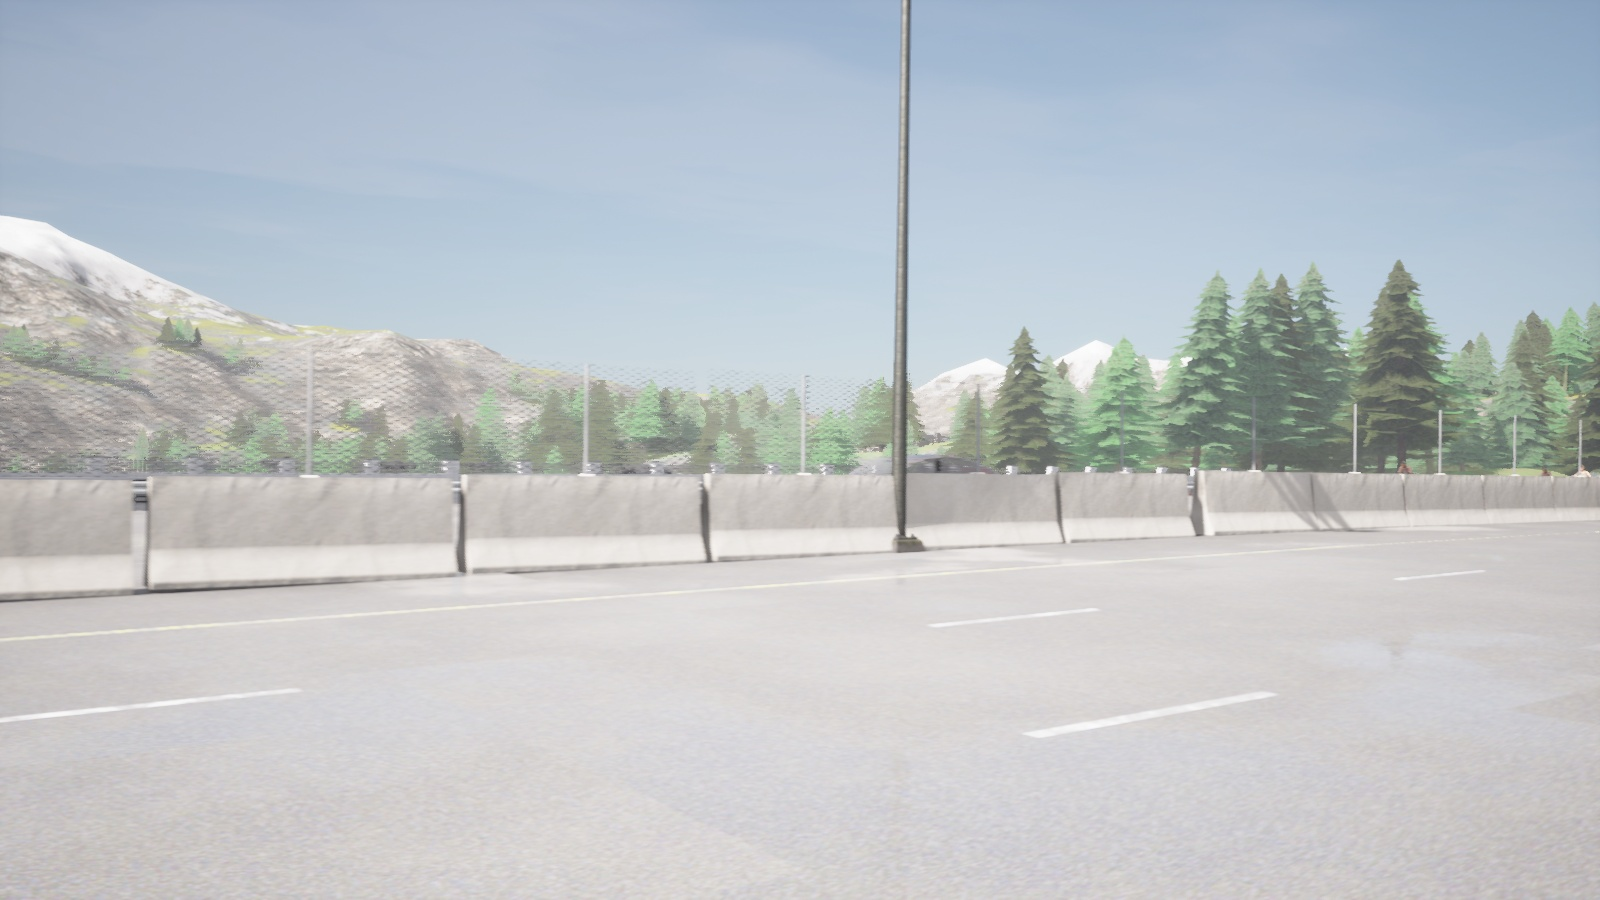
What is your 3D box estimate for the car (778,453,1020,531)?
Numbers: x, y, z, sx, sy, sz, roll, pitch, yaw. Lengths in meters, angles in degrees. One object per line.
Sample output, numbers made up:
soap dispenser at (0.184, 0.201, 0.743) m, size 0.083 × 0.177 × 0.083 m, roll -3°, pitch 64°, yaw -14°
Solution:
car at (2.130, 0.817, 26.463) m, size 4.792 × 1.488 × 2.163 m, roll 0°, pitch 0°, yaw -35°
